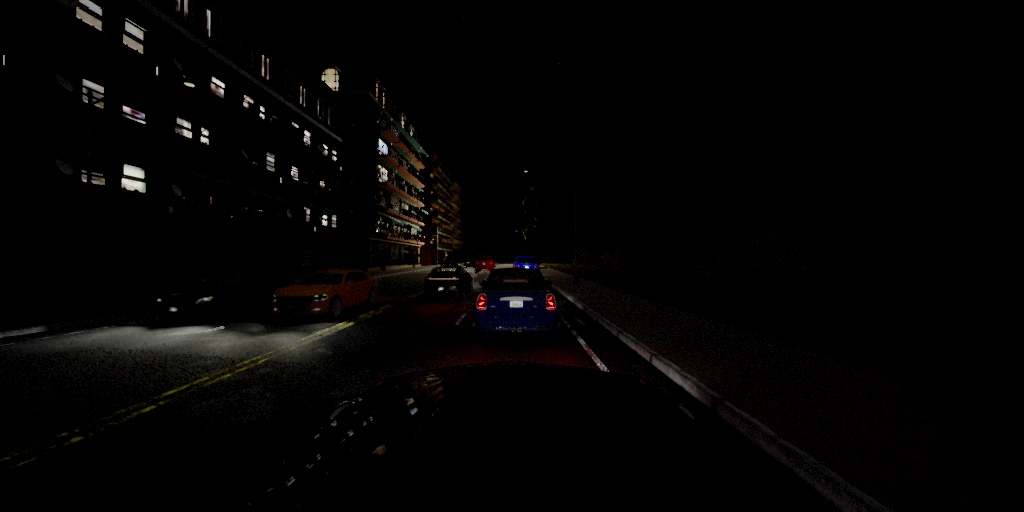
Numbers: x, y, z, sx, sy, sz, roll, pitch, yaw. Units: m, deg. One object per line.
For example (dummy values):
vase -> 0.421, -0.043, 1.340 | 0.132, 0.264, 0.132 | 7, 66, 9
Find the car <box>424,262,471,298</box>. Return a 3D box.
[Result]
car -> -3.143, 1.243, 18.341 | 2.128, 1.511, 4.902 | 0, 0, 0

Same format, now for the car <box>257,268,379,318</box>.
car -> -6.595, 1.229, 13.218 | 1.882, 1.535, 5.008 | 0, 0, 0

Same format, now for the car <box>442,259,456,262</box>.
car -> -9.813, 1.230, 55.869 | 1.882, 1.535, 5.008 | 0, 0, 0

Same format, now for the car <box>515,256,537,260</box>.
car -> 1.151, 0.979, 30.148 | 2.150, 2.045, 5.566 | 0, 0, 0

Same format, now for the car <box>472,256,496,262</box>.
car -> -3.130, 0.972, 42.559 | 2.150, 2.045, 5.566 | 0, 0, 0

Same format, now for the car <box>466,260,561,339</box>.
car -> 0.103, 1.104, 10.194 | 2.097, 1.767, 4.553 | 0, 0, 0

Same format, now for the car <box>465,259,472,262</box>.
car -> -6.563, 1.257, 56.554 | 1.837, 1.490, 4.892 | 0, 0, 0

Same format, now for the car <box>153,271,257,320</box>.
car -> -9.846, 1.278, 12.752 | 1.812, 1.442, 4.674 | 0, 0, 0
